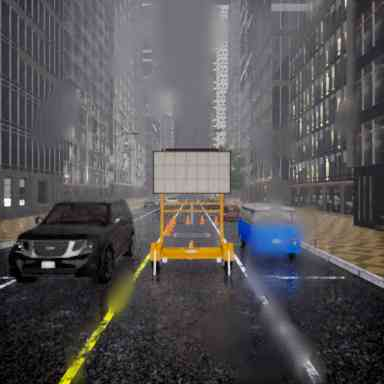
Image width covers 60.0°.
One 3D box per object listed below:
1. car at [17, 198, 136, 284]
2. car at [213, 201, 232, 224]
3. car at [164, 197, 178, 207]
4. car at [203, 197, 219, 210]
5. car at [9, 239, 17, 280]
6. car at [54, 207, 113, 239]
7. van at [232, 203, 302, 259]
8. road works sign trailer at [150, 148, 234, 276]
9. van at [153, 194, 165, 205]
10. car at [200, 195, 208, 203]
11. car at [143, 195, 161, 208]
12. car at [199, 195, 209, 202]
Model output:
[{"bbox_3d":[-3.103,1.219,9.943,2.150,2.045,5.566,0,0,0],"label":"car"},{"bbox_3d":[2.686,1.576,23.666,1.802,1.307,4.206,0,0,0],"label":"car"},{"bbox_3d":[-3.104,1.508,51.732,1.812,1.442,4.674,0,0,0],"label":"car"},{"bbox_3d":[2.683,1.572,40.744,1.802,1.307,4.206,0,0,0],"label":"car"},{"bbox_3d":[-5.692,1.549,6.591,2.008,1.369,4.403,0,0,0],"label":"car"},{"bbox_3d":[-5.694,1.578,17.975,1.802,1.307,4.206,0,0,0],"label":"car"},{"bbox_3d":[2.688,1.338,12.282,1.690,1.788,3.998,0,0,0],"label":"van"},{"bbox_3d":[-0.002,0.462,10.300,2.380,3.560,2.880,0,0,0],"label":"road works sign trailer"},{"bbox_3d":[-5.700,1.316,57.823,1.690,1.788,3.998,0,0,0],"label":"van"},{"bbox_3d":[2.682,1.533,52.129,2.008,1.369,4.403,0,0,0],"label":"car"},{"bbox_3d":[-5.698,1.538,46.438,2.008,1.369,4.403,0,0,0],"label":"car"},{"bbox_3d":[2.678,1.385,74.898,1.967,1.590,4.097,0,0,0],"label":"car"}]
